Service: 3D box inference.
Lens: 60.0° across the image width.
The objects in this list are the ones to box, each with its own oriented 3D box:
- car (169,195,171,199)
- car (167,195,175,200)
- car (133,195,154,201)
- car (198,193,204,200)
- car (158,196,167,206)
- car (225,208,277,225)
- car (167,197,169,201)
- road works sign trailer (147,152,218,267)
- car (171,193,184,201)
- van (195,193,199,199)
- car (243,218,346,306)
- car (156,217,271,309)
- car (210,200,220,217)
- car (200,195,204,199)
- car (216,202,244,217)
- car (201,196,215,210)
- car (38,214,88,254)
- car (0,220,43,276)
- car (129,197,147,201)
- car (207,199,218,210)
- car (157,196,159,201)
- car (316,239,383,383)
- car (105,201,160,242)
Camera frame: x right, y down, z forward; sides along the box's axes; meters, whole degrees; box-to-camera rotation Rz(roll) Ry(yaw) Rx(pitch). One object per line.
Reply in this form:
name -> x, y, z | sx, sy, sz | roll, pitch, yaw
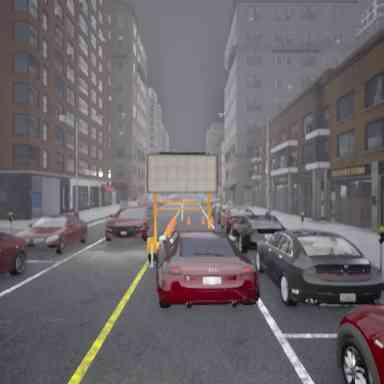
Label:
car -> -5.523, 1.470, 62.945 | 2.008, 1.369, 4.403 | 0, 0, 0
car -> -5.581, 1.437, 90.026 | 2.008, 1.369, 4.403 | 0, 0, 0
car -> -5.464, 1.267, 35.353 | 2.192, 1.841, 5.009 | 0, 0, 0
car -> 2.514, 1.366, 57.452 | 1.967, 1.590, 4.097 | 0, 0, 0
car -> -5.500, 1.372, 51.909 | 1.967, 1.590, 4.097 | 0, 0, 0
car -> 2.608, 1.544, 13.301 | 1.947, 1.339, 4.313 | 0, 0, 0
car -> -5.511, 1.451, 57.256 | 1.752, 1.417, 4.829 | 0, 0, 0
road works sign trailer -> -0.339, 0.445, 11.387 | 2.380, 3.560, 2.880 | 0, 0, -6
car -> -2.901, 1.481, 65.636 | 1.994, 1.385, 4.181 | 0, 0, 0
van -> 2.444, 1.227, 90.052 | 1.690, 1.788, 3.998 | 0, 0, 0
car -> 2.620, 1.537, 7.783 | 2.008, 1.369, 4.403 | 0, 0, 0
car -> 0.164, 1.542, 7.923 | 1.994, 1.385, 4.181 | 1, 0, -6
car -> 2.584, 1.515, 24.339 | 2.008, 1.369, 4.403 | 0, 0, 0
car -> 2.537, 1.490, 46.414 | 2.008, 1.369, 4.403 | 0, 0, 0
car -> 2.596, 1.516, 18.820 | 1.887, 1.381, 4.507 | 0, 0, 0
car -> 2.549, 1.496, 40.896 | 2.008, 1.369, 4.403 | 0, 0, 0
car -> -5.417, 1.560, 13.280 | 1.802, 1.307, 4.206 | 0, 0, 0
car -> -5.405, 1.568, 7.762 | 1.802, 1.307, 4.206 | 0, 0, 0
car -> -5.448, 1.483, 29.667 | 1.752, 1.417, 4.829 | 0, 0, 0
car -> 2.573, 1.540, 29.858 | 1.802, 1.307, 4.206 | 0, 0, 0
car -> -5.476, 1.527, 40.871 | 1.802, 1.307, 4.206 | 0, 0, 0
car -> 2.632, 1.436, 2.264 | 1.967, 1.590, 4.097 | 0, 0, 0
car -> -2.884, 1.451, 16.471 | 1.882, 1.535, 5.008 | 0, 0, 0
